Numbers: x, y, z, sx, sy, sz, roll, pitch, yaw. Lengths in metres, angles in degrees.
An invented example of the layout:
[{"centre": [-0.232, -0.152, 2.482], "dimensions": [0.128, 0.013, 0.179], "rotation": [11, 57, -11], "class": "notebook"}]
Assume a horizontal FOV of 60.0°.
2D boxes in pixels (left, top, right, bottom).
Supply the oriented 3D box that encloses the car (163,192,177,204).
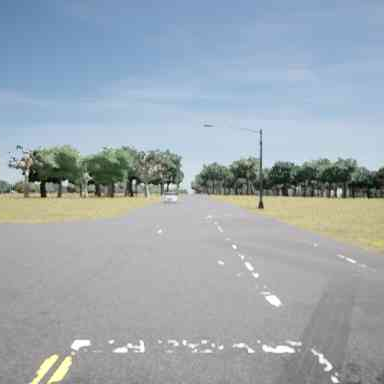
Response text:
[{"centre": [-3.845, 1.074, 59.440], "dimensions": [2.150, 2.045, 5.566], "rotation": [0, 0, 0], "class": "car"}]
